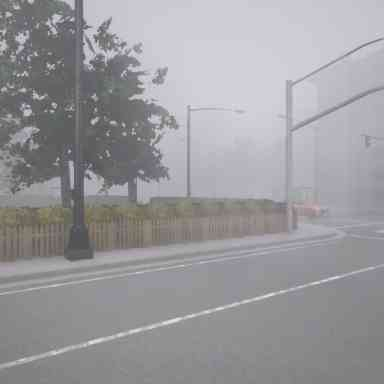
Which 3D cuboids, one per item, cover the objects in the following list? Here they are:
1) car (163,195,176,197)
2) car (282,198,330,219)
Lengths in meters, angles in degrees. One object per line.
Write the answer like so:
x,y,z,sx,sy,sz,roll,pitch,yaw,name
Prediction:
-4.073,1.354,56.067,2.097,1.767,4.553,0,0,-34,car
9.838,1.352,29.541,2.097,1.767,4.553,0,0,-35,car
